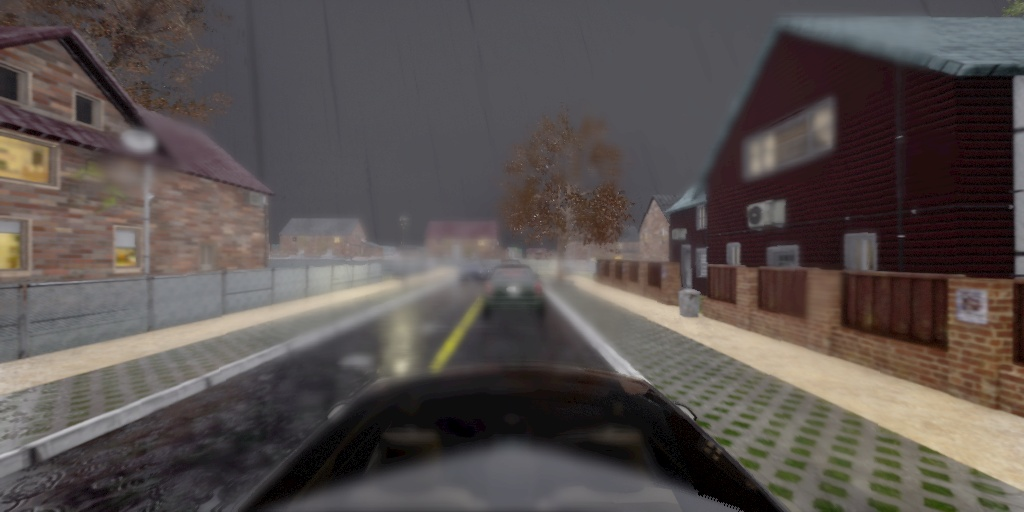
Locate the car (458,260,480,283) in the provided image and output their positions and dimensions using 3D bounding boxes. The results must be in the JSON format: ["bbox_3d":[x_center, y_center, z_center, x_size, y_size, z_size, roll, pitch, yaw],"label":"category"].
[{"bbox_3d":[-2.837,1.111,27.786,2.097,1.767,4.553,0,0,0],"label":"car"}]

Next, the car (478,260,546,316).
[{"bbox_3d":[0.082,1.103,13.501,2.097,1.767,4.553,0,0,0],"label":"car"}]
